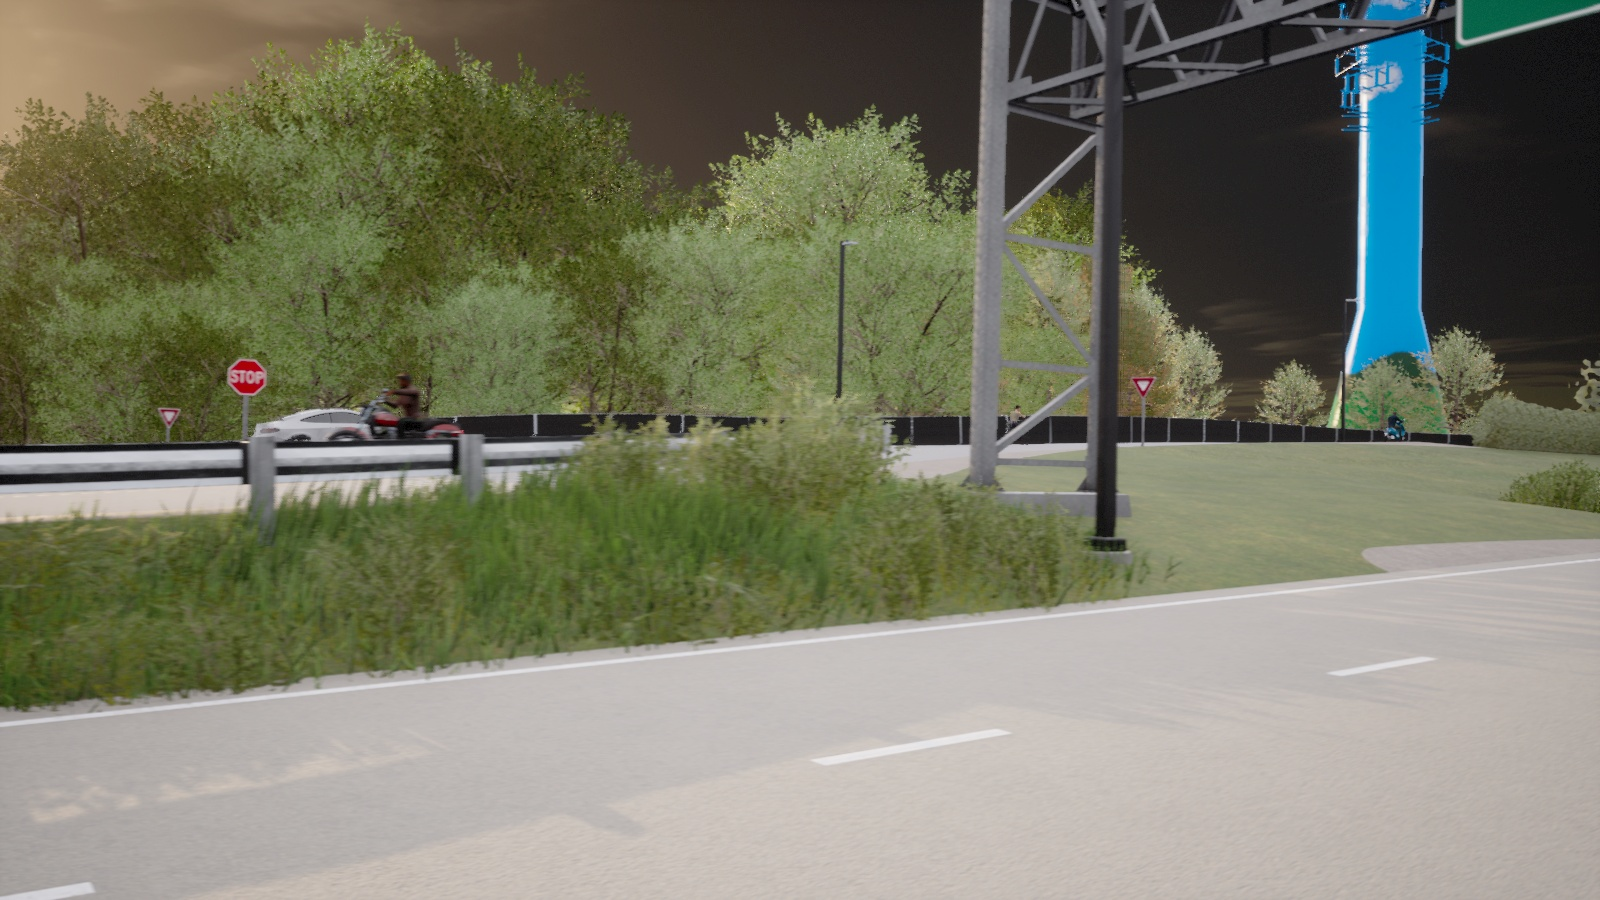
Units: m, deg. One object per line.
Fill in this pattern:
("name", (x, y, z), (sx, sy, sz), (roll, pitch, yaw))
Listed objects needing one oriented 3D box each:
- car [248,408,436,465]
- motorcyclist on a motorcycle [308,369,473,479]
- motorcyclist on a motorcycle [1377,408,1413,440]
("car", (-12.987, -0.402, 35.704), (4.674, 1.442, 1.812), (-2, 1, -33))
("motorcyclist on a motorcycle", (-6.520, -0.415, 20.092), (2.350, 1.649, 0.766), (-2, -1, -43))
("motorcyclist on a motorcycle", (30.803, -1.322, 64.984), (1.817, 1.590, 0.866), (1, -1, -32))
